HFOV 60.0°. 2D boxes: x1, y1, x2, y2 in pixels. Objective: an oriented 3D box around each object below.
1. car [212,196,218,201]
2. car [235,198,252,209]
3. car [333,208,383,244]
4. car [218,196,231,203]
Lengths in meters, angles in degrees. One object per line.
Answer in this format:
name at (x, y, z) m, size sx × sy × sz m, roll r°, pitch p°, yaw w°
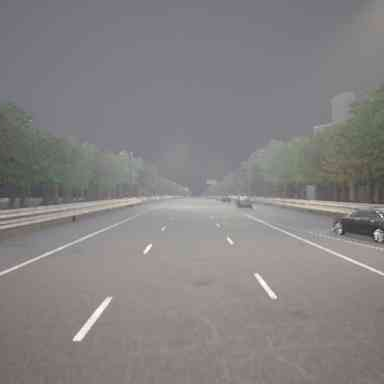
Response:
car at (7.148, 1.723, 87.582) m, size 2.128 × 1.511 × 4.902 m, roll 0°, pitch -1°, yaw 0°
car at (7.011, 1.499, 45.585) m, size 2.128 × 1.511 × 4.902 m, roll 0°, pitch 0°, yaw 0°
car at (8.802, 1.519, 16.038) m, size 1.837 × 1.490 × 4.892 m, roll -1°, pitch 0°, yaw -10°
car at (7.068, 1.566, 70.570) m, size 1.837 × 1.490 × 4.892 m, roll 0°, pitch 0°, yaw 0°
